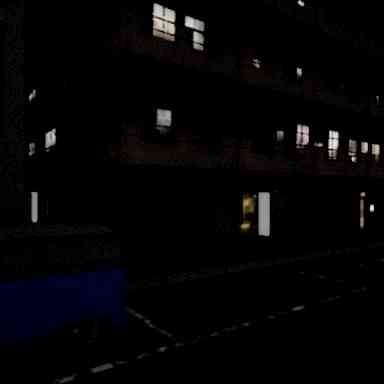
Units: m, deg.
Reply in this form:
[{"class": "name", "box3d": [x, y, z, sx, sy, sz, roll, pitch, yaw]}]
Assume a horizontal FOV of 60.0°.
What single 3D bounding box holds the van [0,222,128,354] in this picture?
[{"class": "van", "box3d": [-2.877, 1.343, 4.518, 3.998, 1.788, 1.690, 1, -1, -36]}]
